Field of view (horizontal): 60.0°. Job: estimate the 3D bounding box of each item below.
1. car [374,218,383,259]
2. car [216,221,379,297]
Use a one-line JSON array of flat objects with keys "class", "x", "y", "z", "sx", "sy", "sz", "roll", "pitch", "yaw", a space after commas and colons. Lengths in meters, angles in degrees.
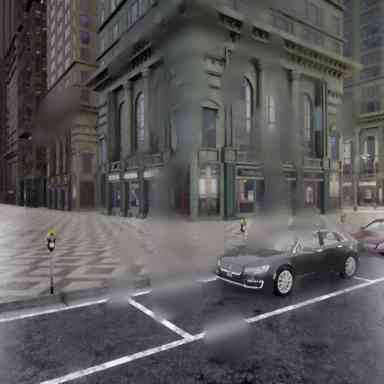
[{"class": "car", "x": 7.000, "y": 1.582, "z": 11.620, "sx": 4.206, "sy": 1.307, "sz": 1.802, "roll": 0, "pitch": 0, "yaw": -35}, {"class": "car", "x": 2.588, "y": 1.551, "z": 8.484, "sx": 4.403, "sy": 1.369, "sz": 2.008, "roll": 0, "pitch": 0, "yaw": -35}]
